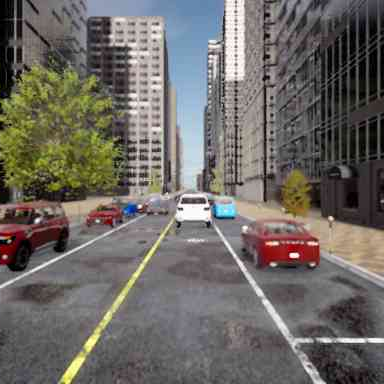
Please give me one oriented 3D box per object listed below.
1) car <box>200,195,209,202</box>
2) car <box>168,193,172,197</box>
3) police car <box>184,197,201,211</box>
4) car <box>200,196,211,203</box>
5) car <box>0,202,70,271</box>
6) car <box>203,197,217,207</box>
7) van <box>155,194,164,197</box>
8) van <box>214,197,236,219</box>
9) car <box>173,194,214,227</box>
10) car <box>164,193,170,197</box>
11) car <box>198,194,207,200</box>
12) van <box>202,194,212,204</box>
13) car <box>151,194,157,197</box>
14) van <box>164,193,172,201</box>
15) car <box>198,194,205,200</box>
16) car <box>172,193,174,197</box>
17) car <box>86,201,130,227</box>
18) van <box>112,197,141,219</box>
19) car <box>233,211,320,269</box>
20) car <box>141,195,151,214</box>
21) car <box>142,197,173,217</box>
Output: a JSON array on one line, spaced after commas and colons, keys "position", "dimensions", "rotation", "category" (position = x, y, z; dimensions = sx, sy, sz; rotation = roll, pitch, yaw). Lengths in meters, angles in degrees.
[{"position": [2.682, 1.395, 73.325], "dimensions": [1.947, 1.339, 4.313], "rotation": [0, 0, 0], "category": "car"}, {"position": [-5.698, 1.399, 67.655], "dimensions": [2.008, 1.369, 4.403], "rotation": [0, 0, 0], "category": "car"}, {"position": [0.095, 1.425, 41.709], "dimensions": [2.038, 1.542, 4.974], "rotation": [0, 0, 0], "category": "police car"}, {"position": [2.682, 1.414, 67.657], "dimensions": [1.947, 1.339, 4.313], "rotation": [0, 0, 0], "category": "car"}, {"position": [-5.691, 1.297, 10.970], "dimensions": [2.192, 1.841, 5.009], "rotation": [0, 0, 0], "category": "car"}, {"position": [2.684, 1.466, 50.651], "dimensions": [1.947, 1.339, 4.313], "rotation": [0, 0, 0], "category": "car"}, {"position": [-5.696, 1.241, 50.649], "dimensions": [1.690, 1.788, 3.998], "rotation": [0, 0, 0], "category": "van"}, {"position": [2.687, 1.293, 27.976], "dimensions": [1.690, 1.788, 3.998], "rotation": [0, 0, 0], "category": "van"}, {"position": [0.097, 1.184, 22.609], "dimensions": [2.150, 2.045, 5.566], "rotation": [0, 0, 0], "category": "car"}, {"position": [-5.697, 1.392, 61.817], "dimensions": [1.752, 1.417, 4.829], "rotation": [0, 0, 0], "category": "car"}, {"position": [2.681, 1.340, 84.662], "dimensions": [2.008, 1.369, 4.403], "rotation": [0, 0, 0], "category": "car"}, {"position": [2.683, 1.207, 61.988], "dimensions": [1.690, 1.788, 3.998], "rotation": [0, 0, 0], "category": "van"}, {"position": [-5.695, 1.369, 39.311], "dimensions": [1.967, 1.590, 4.097], "rotation": [0, 0, 0], "category": "car"}, {"position": [-5.699, 1.151, 78.991], "dimensions": [1.690, 1.788, 3.998], "rotation": [0, 0, 0], "category": "van"}, {"position": [2.680, 1.291, 90.503], "dimensions": [1.752, 1.417, 4.829], "rotation": [0, 0, 0], "category": "car"}, {"position": [-3.010, 1.298, 72.006], "dimensions": [1.837, 1.490, 4.892], "rotation": [0, 0, 0], "category": "car"}, {"position": [-5.693, 1.507, 22.306], "dimensions": [1.887, 1.381, 4.507], "rotation": [0, 0, 0], "category": "car"}, {"position": [-5.694, 1.293, 27.975], "dimensions": [1.690, 1.788, 3.998], "rotation": [0, 0, 0], "category": "van"}, {"position": [2.689, 1.526, 10.972], "dimensions": [1.887, 1.381, 4.507], "rotation": [0, 0, 0], "category": "car"}, {"position": [-5.694, 1.381, 33.643], "dimensions": [1.967, 1.590, 4.097], "rotation": [0, 0, 0], "category": "car"}, {"position": [-3.104, 1.493, 31.388], "dimensions": [2.033, 1.411, 5.357], "rotation": [0, 0, 0], "category": "car"}]
